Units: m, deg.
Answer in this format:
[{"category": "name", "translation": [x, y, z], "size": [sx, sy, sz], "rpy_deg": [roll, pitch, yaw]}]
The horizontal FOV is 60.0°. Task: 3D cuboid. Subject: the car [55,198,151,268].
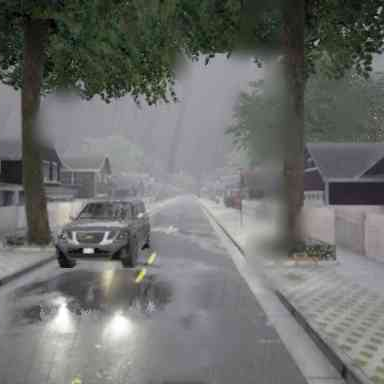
[{"category": "car", "translation": [-2.767, 1.255, 11.718], "size": [2.150, 2.045, 5.566], "rpy_deg": [0, -1, 0]}]
